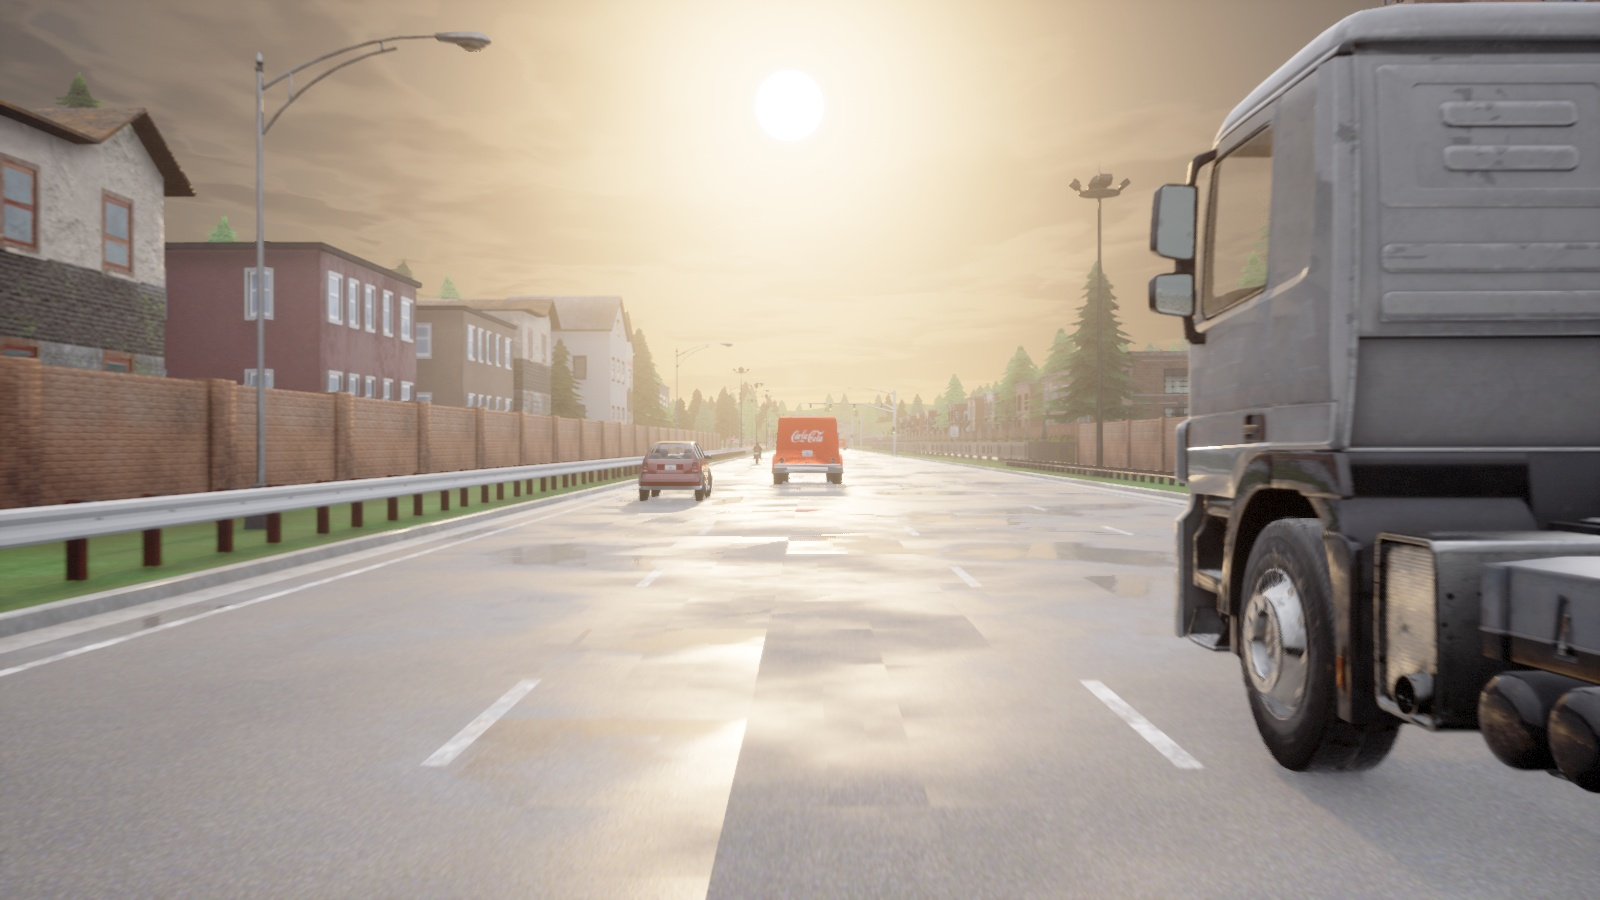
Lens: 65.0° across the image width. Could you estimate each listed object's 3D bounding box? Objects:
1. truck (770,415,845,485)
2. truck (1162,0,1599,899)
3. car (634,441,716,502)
[{"bbox_3d":[0.283,-0.004,47.013,2.627,2.467,5.204,0,0,0],"label":"truck"},{"bbox_3d":[3.535,-0.251,3.334,2.891,3.462,7.936,0,0,0],"label":"truck"},{"bbox_3d":[-3.293,0.533,33.675,1.789,1.549,3.705,0,0,0],"label":"car"}]
